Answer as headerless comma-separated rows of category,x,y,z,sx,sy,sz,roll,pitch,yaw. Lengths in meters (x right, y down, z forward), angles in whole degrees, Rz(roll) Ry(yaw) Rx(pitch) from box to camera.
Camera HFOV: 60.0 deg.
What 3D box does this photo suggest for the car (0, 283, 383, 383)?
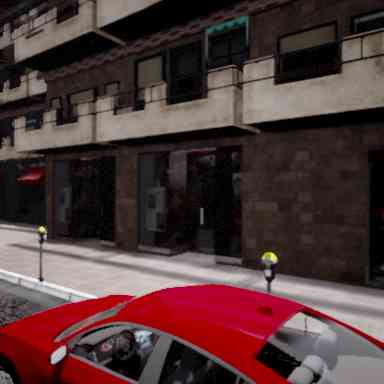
car,-0.063,1.540,2.914,4.507,1.381,1.887,0,0,36
